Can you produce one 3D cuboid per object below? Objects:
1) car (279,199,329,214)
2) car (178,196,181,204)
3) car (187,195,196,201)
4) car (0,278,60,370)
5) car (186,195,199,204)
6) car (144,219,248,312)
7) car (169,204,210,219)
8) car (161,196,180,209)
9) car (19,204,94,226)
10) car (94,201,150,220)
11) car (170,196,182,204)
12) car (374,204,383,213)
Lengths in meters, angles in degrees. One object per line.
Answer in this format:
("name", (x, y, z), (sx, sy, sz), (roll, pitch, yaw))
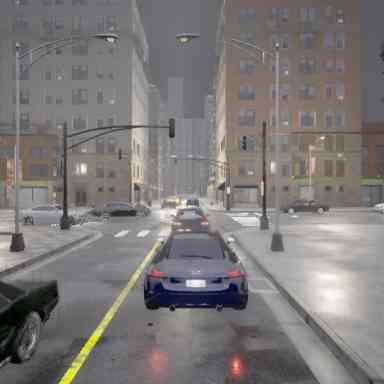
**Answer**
("car", (11.161, 1.450, 33.319), (4.892, 1.490, 1.837), (0, 0, 0))
("car", (-3.098, 1.505, 55.140), (1.882, 1.535, 5.008), (0, 0, 0))
("car", (-0.103, 1.583, 86.314), (2.128, 1.511, 4.902), (0, 0, 0))
("car", (-3.067, 1.601, 3.108), (1.895, 1.301, 4.718), (0, 0, 0))
("car", (0.097, 1.503, 53.546), (1.882, 1.535, 5.008), (0, 0, 0))
("car", (0.084, 1.564, 7.807), (1.994, 1.385, 4.181), (0, 0, 0))
("car", (-0.085, 1.525, 16.551), (1.812, 1.442, 4.674), (0, 0, -1))
("car", (-3.072, 1.617, 44.848), (1.895, 1.301, 4.718), (0, 0, 0))
("car", (-9.487, 1.554, 22.832), (4.674, 1.442, 1.812), (0, 0, 5))
("car", (-5.957, 1.505, 27.794), (4.902, 1.511, 2.128), (0, 0, -18))
("car", (-3.074, 1.586, 65.778), (2.033, 1.411, 5.357), (0, 0, 1))
("car", (20.823, 1.437, 33.374), (4.674, 1.442, 1.812), (0, 0, 0))
